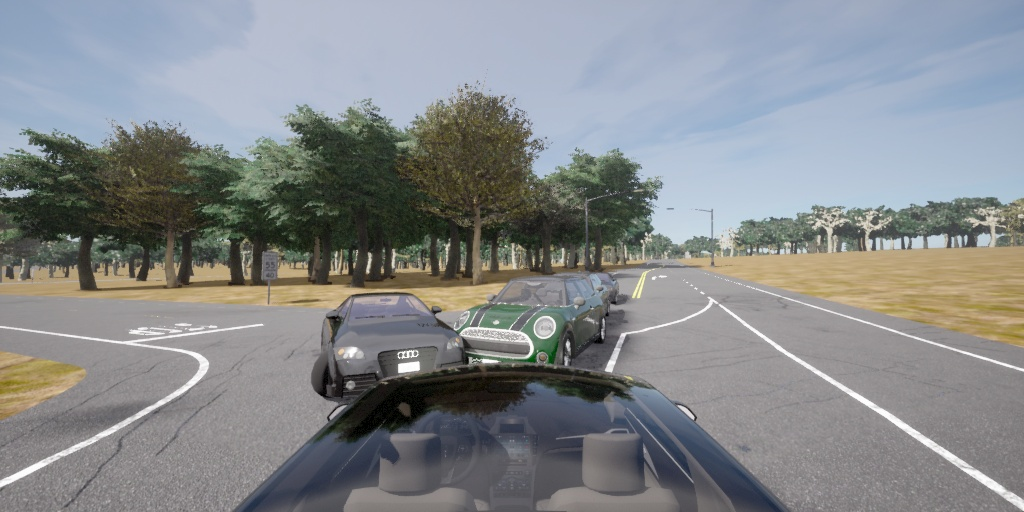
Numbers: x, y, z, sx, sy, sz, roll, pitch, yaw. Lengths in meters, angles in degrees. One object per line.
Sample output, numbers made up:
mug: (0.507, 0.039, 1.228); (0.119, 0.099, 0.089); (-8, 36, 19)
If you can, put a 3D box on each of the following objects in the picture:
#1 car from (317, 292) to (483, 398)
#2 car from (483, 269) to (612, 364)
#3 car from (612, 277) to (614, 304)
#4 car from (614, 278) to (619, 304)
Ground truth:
car: (-2.351, 1.375, 6.577); (1.994, 1.385, 4.181); (1, -2, -29)
car: (0.620, 1.217, 7.782); (2.097, 1.767, 4.553); (-1, -2, 26)
car: (2.027, 1.344, 12.095); (2.097, 1.767, 4.553); (-1, -1, 21)
car: (4.221, 1.509, 17.822); (1.994, 1.385, 4.181); (-1, 0, 19)
